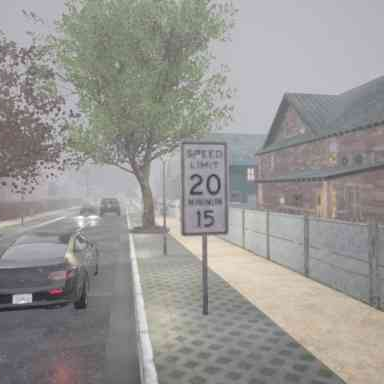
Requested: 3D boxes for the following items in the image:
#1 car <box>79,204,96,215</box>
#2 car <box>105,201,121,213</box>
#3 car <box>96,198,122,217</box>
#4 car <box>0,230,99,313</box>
[{"bbox_3d":[-12.889,2.135,41.655,1.895,1.301,4.718,-1,-1,-11],"label":"car"},{"bbox_3d":[-11.350,2.116,47.932,2.033,1.411,5.357,-1,-1,-11],"label":"car"},{"bbox_3d":[-9.277,1.671,37.890,2.150,2.045,5.566,-1,-1,-11],"label":"car"},{"bbox_3d":[-3.243,1.615,7.720,1.812,1.442,4.674,-1,-1,-11],"label":"car"}]
